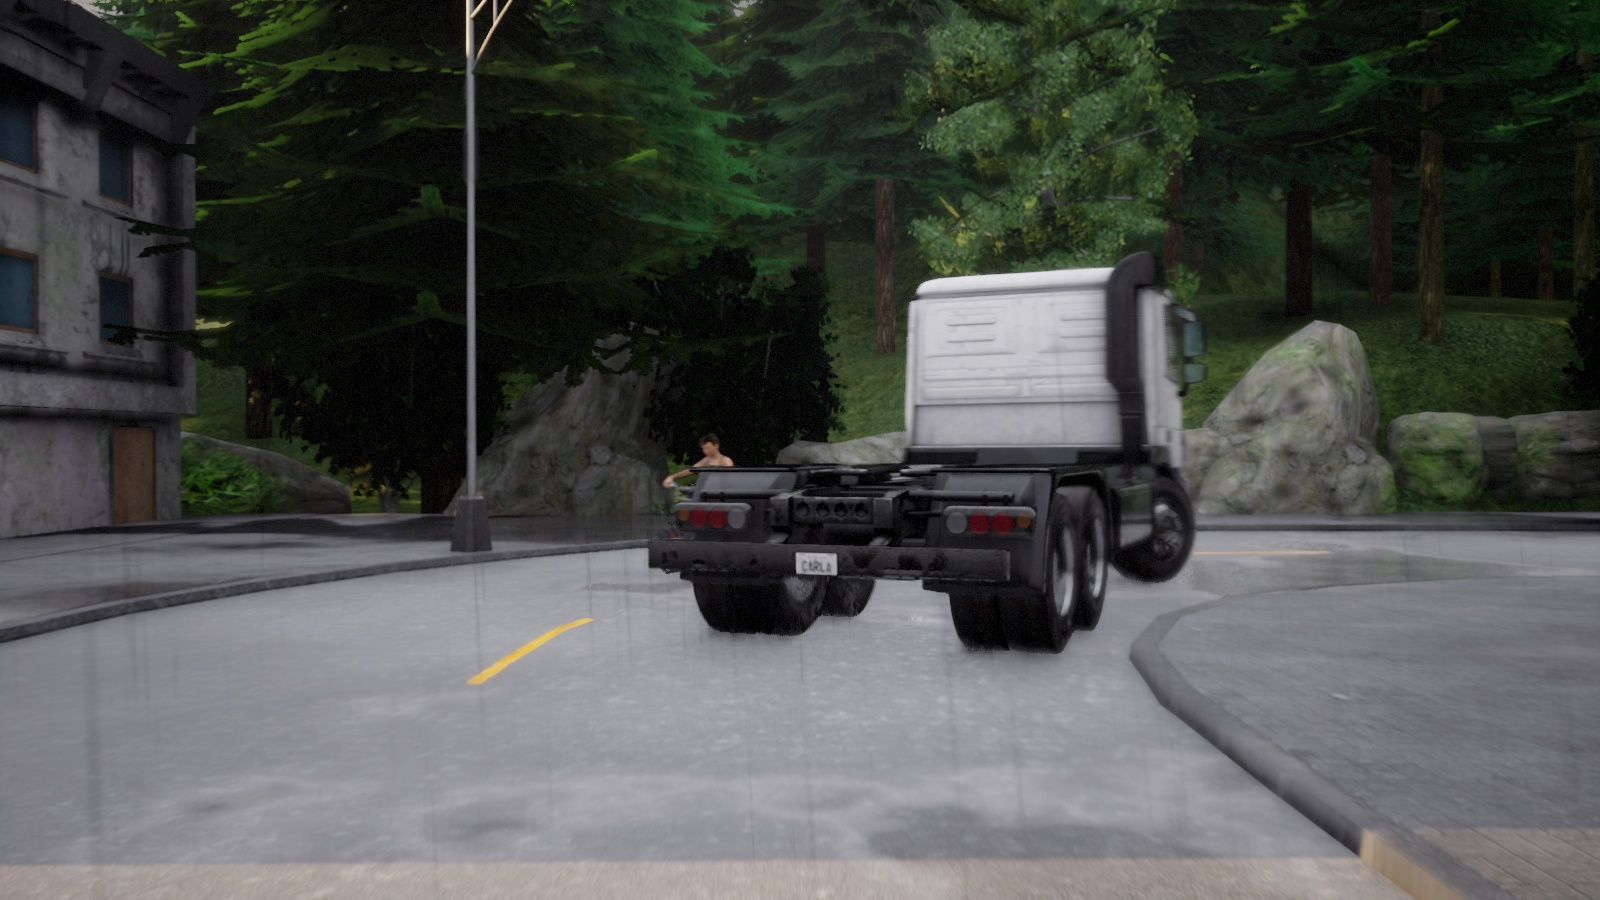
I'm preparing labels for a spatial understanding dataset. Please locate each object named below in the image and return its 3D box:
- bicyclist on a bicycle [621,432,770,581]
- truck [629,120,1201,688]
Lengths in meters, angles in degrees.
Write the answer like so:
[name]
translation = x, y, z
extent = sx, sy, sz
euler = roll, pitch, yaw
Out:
[bicyclist on a bicycle]
translation = -1.193, 0.612, 14.574
extent = 0.866, 1.612, 1.509
euler = 3, 2, 41
[truck]
translation = 1.773, -0.291, 11.863
extent = 2.891, 3.462, 7.936
euler = 0, 0, 25
